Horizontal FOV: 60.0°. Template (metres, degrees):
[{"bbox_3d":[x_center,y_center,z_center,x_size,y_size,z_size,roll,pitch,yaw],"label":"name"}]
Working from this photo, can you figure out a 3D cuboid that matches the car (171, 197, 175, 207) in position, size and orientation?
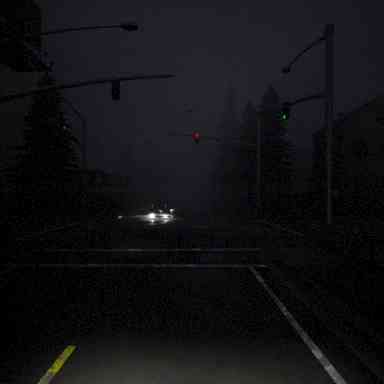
[{"bbox_3d":[-3.557,1.505,48.310,1.837,1.490,4.892,0,0,0],"label":"car"}]

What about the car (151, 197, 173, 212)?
[{"bbox_3d":[-3.579,1.601,38.185,1.895,1.301,4.718,0,0,0],"label":"car"}]
